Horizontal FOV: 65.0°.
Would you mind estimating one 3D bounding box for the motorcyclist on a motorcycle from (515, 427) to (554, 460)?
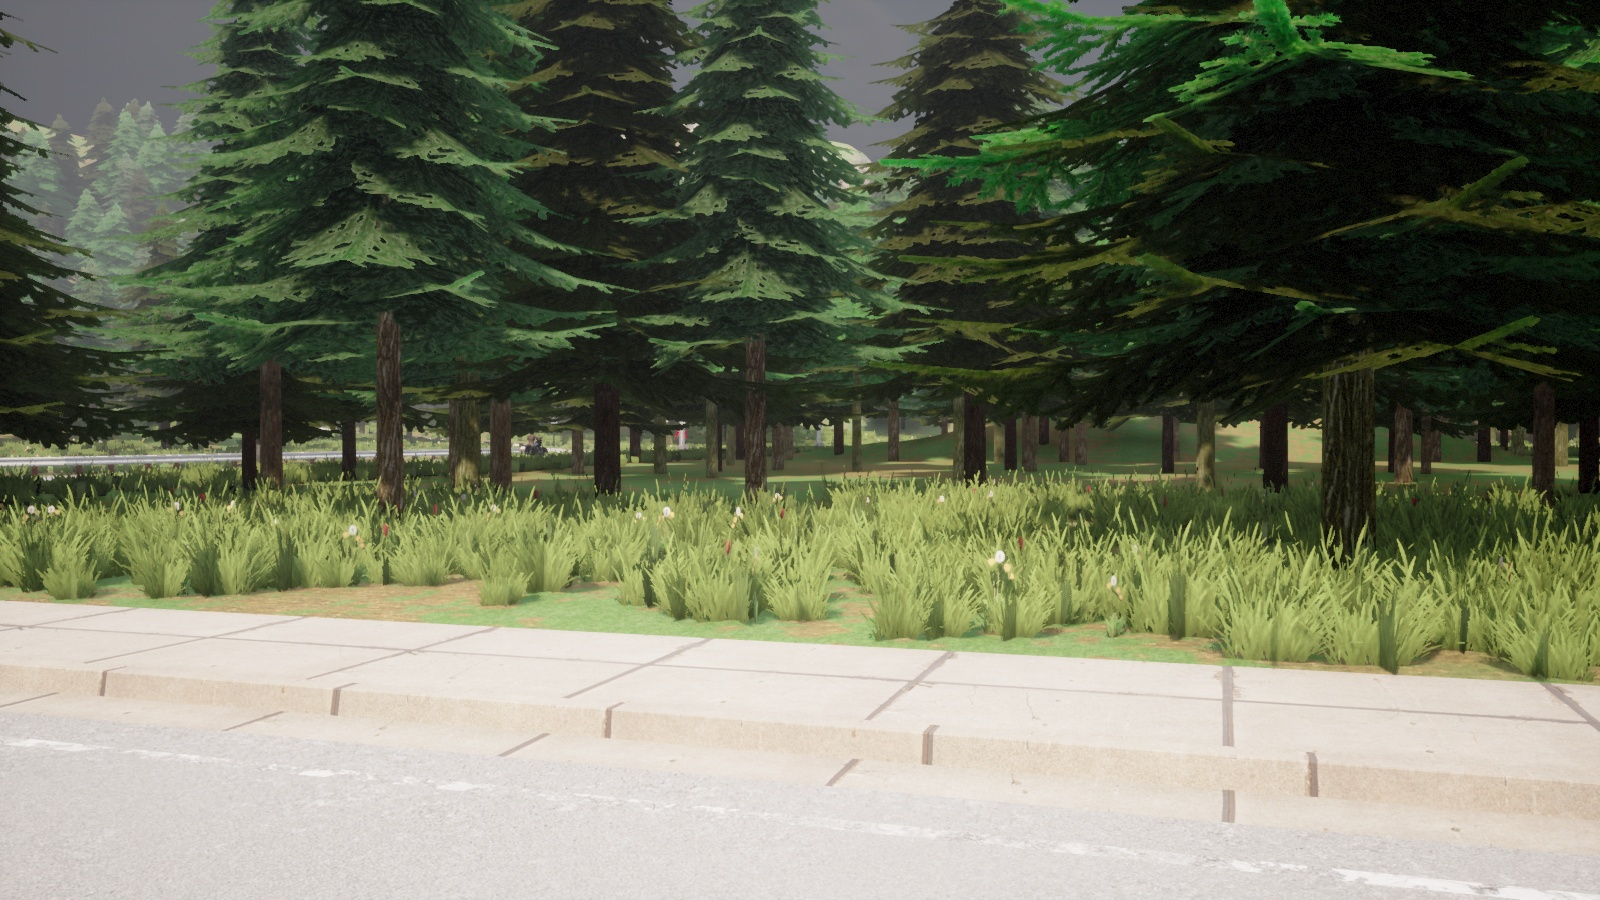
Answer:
[{"bbox_3d":[-13.463,-0.321,63.744,0.766,1.649,2.350,1,1,20],"label":"motorcyclist on a motorcycle"}]
